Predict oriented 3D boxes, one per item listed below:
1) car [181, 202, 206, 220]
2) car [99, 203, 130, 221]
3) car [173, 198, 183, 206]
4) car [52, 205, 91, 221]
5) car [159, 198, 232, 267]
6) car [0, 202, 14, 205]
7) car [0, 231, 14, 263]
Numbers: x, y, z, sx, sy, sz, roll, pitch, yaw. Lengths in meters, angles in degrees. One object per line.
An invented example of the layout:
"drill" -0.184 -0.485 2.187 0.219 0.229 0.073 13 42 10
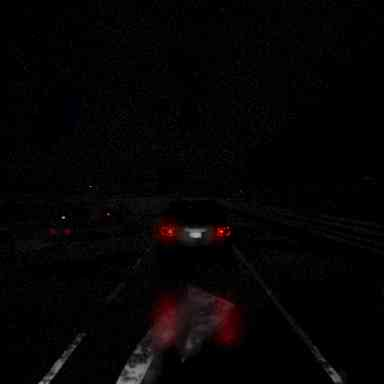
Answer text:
"car" 0.111 1.735 31.266 2.128 1.511 4.902 0 -1 0
"car" -6.889 1.703 29.898 1.882 1.535 5.008 0 -1 0
"car" -3.470 2.545 83.668 2.150 2.045 5.566 0 -1 0
"car" -10.390 1.816 29.117 1.895 1.301 4.718 0 -1 0
"car" 0.104 1.270 11.673 2.150 2.045 5.566 0 0 0
"car" -21.076 1.833 36.633 1.837 1.490 4.892 0 -1 0
"car" -6.898 1.528 9.249 2.128 1.511 4.902 0 0 0
